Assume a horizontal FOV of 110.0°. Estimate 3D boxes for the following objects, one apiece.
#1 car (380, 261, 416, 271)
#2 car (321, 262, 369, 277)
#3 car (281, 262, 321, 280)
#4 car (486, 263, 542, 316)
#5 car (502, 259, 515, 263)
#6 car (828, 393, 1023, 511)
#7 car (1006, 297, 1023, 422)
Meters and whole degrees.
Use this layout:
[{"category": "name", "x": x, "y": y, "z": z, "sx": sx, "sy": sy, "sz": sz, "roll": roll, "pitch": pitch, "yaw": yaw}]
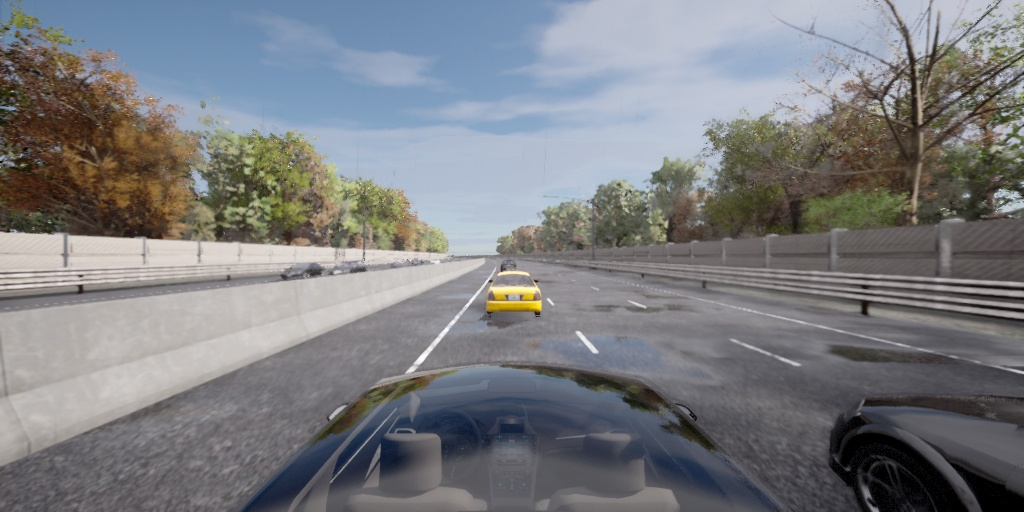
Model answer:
[{"category": "car", "x": -10.918, "y": 1.362, "z": 34.017, "sx": 1.895, "sy": 1.301, "sz": 4.718, "roll": 0, "pitch": 0, "yaw": -1}, {"category": "car", "x": -14.379, "y": 1.252, "z": 31.806, "sx": 2.128, "sy": 1.511, "sz": 4.902, "roll": 0, "pitch": 0, "yaw": -1}, {"category": "car", "x": -17.867, "y": 1.286, "z": 30.994, "sx": 1.812, "sy": 1.442, "sz": 4.674, "roll": 0, "pitch": 0, "yaw": -1}, {"category": "car", "x": 0.047, "y": 1.210, "z": 13.237, "sx": 1.801, "sy": 1.575, "sz": 5.366, "roll": 0, "pitch": 0, "yaw": 0}, {"category": "car", "x": -0.448, "y": 1.196, "z": 44.441, "sx": 2.033, "sy": 1.649, "sz": 4.856, "roll": 0, "pitch": 0, "yaw": -1}, {"category": "car", "x": 3.592, "y": 1.313, "z": 1.192, "sx": 1.994, "sy": 1.385, "sz": 4.181, "roll": 0, "pitch": 0, "yaw": 0}, {"category": "car", "x": 7.091, "y": 1.253, "z": 2.034, "sx": 1.837, "sy": 1.490, "sz": 4.892, "roll": 0, "pitch": 0, "yaw": 0}]
